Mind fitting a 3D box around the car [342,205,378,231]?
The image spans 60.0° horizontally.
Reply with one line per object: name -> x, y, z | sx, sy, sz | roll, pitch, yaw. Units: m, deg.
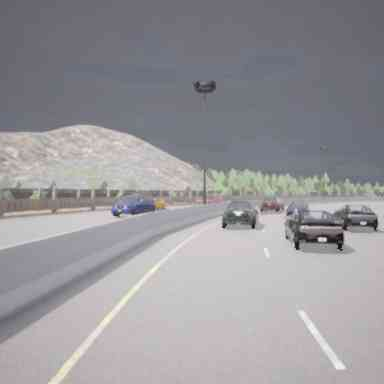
car -> 10.160, 1.536, 20.874 | 2.128, 1.511, 4.902 | 0, 0, 15

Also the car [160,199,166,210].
car -> -5.000, 1.508, 41.411 | 1.882, 1.535, 5.008 | 0, 0, 24

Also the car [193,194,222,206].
car -> 2.058, 1.269, 40.143 | 2.150, 2.045, 5.566 | 0, 0, 25

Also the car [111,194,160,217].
car -> -5.293, 1.241, 30.908 | 2.150, 2.045, 5.566 | 0, 0, 18

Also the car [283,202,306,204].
car -> 10.412, 1.620, 32.484 | 1.994, 1.385, 4.181 | 0, 0, 22

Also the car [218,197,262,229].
car -> 3.343, 1.382, 22.311 | 2.097, 1.767, 4.553 | 0, 0, 14

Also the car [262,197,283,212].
car -> 9.553, 1.413, 39.144 | 2.097, 1.767, 4.553 | 0, 0, 25

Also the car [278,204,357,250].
car -> 5.149, 1.518, 14.448 | 2.128, 1.511, 4.902 | 0, 0, 10
